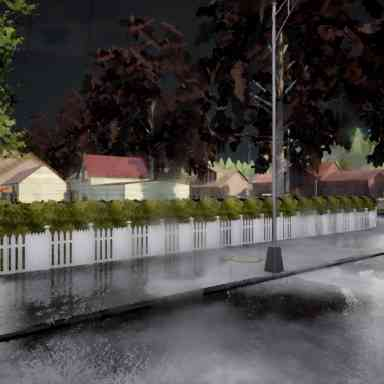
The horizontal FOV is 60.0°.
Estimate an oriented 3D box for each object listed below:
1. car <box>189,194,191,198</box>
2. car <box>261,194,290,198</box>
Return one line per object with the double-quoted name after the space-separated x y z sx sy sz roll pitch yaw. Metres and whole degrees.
-2.184 1.221 57.453 2.150 2.045 5.566 0 0 -35 "car"
9.406 1.218 34.078 2.150 2.045 5.566 0 0 -36 "car"
